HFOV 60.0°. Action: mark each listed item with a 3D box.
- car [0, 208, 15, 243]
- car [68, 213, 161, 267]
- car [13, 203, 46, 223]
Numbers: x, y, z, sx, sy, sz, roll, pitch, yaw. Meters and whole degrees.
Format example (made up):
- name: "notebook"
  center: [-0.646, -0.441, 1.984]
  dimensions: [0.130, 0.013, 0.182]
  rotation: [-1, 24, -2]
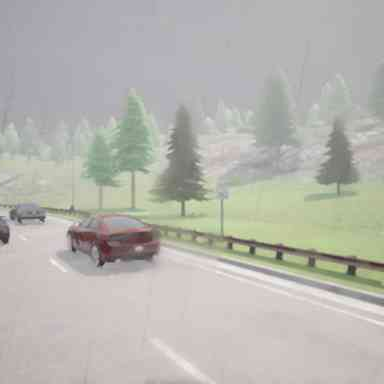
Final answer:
- name: "car"
  center: [-9.708, 1.555, 15.418]
  dimensions: [1.994, 1.385, 4.181]
  rotation: [0, 0, -34]
- name: "car"
  center: [-2.903, 1.471, 11.616]
  dimensions: [1.882, 1.535, 5.008]
  rotation: [0, 0, -34]
- name: "car"
  center: [-12.645, 1.533, 25.483]
  dimensions: [2.033, 1.411, 5.357]
  rotation: [0, 0, -37]
